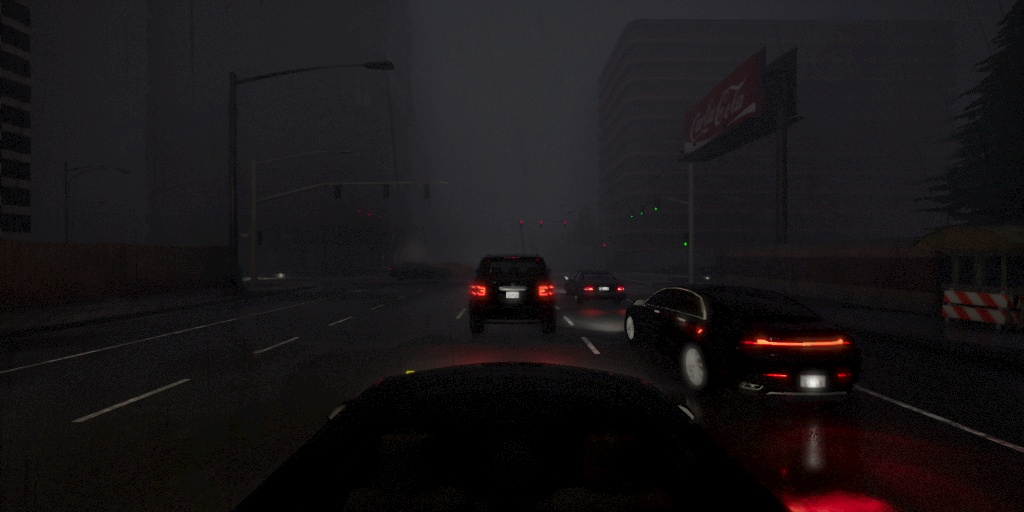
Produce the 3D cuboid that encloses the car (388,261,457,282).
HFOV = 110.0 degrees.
[{"bbox_3d":[-7.209,1.240,28.391,4.902,1.511,2.128,0,0,0],"label":"car"}]

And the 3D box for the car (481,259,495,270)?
[{"bbox_3d":[-3.563,1.276,54.960,1.812,1.442,4.674,0,0,0],"label":"car"}]

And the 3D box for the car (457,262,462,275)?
[{"bbox_3d":[-5.913,1.227,35.416,5.008,1.535,1.882,0,1,-31],"label":"car"}]

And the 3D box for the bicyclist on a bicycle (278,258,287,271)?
[{"bbox_3d":[-28.012,1.051,43.759,0.582,1.620,1.656,0,0,0],"label":"bicyclist on a bicycle"}]

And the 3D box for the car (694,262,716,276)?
[{"bbox_3d":[21.311,1.228,35.751,5.008,1.535,1.882,0,0,0],"label":"car"}]

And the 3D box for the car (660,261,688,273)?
[{"bbox_3d":[18.628,1.276,39.236,4.674,1.442,1.812,0,0,0],"label":"car"}]

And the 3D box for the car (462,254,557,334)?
[{"bbox_3d":[0.042,0.971,10.770,2.150,2.045,5.566,0,0,1],"label":"car"}]

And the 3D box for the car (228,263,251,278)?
[{"bbox_3d":[-25.164,1.314,31.795,4.181,1.385,1.994,0,0,0],"label":"car"}]

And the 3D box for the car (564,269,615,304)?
[{"bbox_3d":[3.588,1.297,16.222,2.033,1.411,5.357,0,0,0],"label":"car"}]

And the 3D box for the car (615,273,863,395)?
[{"bbox_3d":[3.599,1.255,6.703,1.837,1.490,4.892,0,0,0],"label":"car"}]
